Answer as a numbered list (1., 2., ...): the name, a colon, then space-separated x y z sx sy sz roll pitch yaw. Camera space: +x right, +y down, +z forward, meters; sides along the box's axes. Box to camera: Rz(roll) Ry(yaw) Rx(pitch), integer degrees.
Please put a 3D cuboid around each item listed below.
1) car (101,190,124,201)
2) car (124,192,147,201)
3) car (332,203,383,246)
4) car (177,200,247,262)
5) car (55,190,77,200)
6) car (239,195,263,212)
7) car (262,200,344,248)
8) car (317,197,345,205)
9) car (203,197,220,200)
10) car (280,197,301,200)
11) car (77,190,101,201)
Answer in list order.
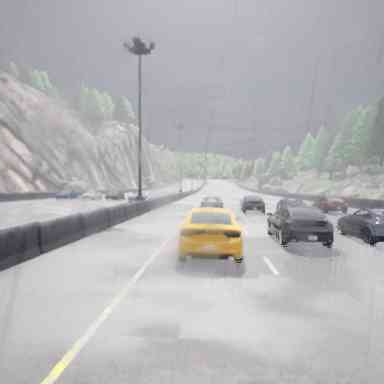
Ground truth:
1. car: -11.236 0.474 48.657 1.882 1.535 5.008 1 1 4
2. car: -7.804 0.658 47.565 1.895 1.301 4.718 1 1 4
3. car: 7.865 1.387 14.289 1.994 1.385 4.181 1 1 4
4. car: 0.652 1.266 11.296 1.882 1.535 5.008 1 1 4
5. car: -18.233 0.387 48.822 1.882 1.535 5.008 1 1 4
6. car: 5.271 1.037 29.302 1.837 1.490 4.892 1 1 4
7. car: 4.330 1.293 13.848 1.837 1.490 4.892 1 1 4
8. car: 12.310 1.136 29.677 1.812 1.442 4.674 1 1 4
9. car: 1.525 1.095 25.790 2.033 1.411 5.357 1 1 4
10. car: 8.791 1.134 29.500 1.994 1.385 4.181 1 1 4
11. car: -14.727 0.476 48.870 1.812 1.442 4.674 1 1 4
